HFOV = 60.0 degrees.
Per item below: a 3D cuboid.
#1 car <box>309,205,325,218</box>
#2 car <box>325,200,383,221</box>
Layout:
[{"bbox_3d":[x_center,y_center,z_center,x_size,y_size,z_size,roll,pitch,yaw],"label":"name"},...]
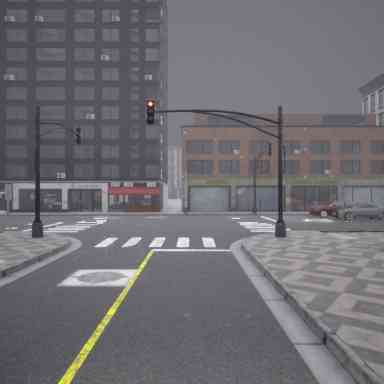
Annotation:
[{"bbox_3d":[13.143,1.491,29.906,5.008,1.535,1.882,0,0,1],"label":"car"},{"bbox_3d":[13.399,1.550,26.653,4.181,1.385,1.994,0,0,0],"label":"car"}]
